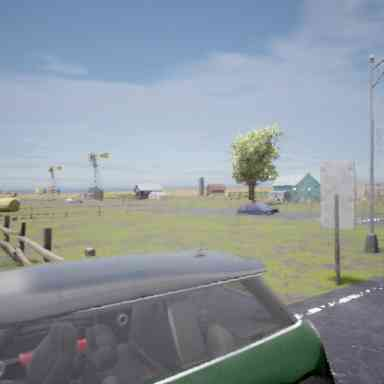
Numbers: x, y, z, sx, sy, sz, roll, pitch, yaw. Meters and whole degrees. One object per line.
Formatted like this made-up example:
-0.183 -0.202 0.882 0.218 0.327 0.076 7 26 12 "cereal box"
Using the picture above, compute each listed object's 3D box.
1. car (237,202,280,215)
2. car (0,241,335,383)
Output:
7.523 1.909 38.398 2.033 1.411 5.357 -1 0 -36 "car"
-1.065 1.351 2.299 4.553 1.767 2.097 0 0 -35 "car"
